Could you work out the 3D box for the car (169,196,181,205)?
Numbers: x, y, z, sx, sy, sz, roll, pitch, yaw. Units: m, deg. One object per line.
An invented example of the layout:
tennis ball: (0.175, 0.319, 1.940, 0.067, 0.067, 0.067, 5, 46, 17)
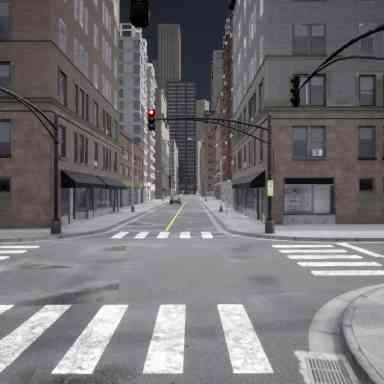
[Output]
car: (-2.977, 1.458, 59.647, 1.882, 1.535, 5.008, 0, 0, 0)
